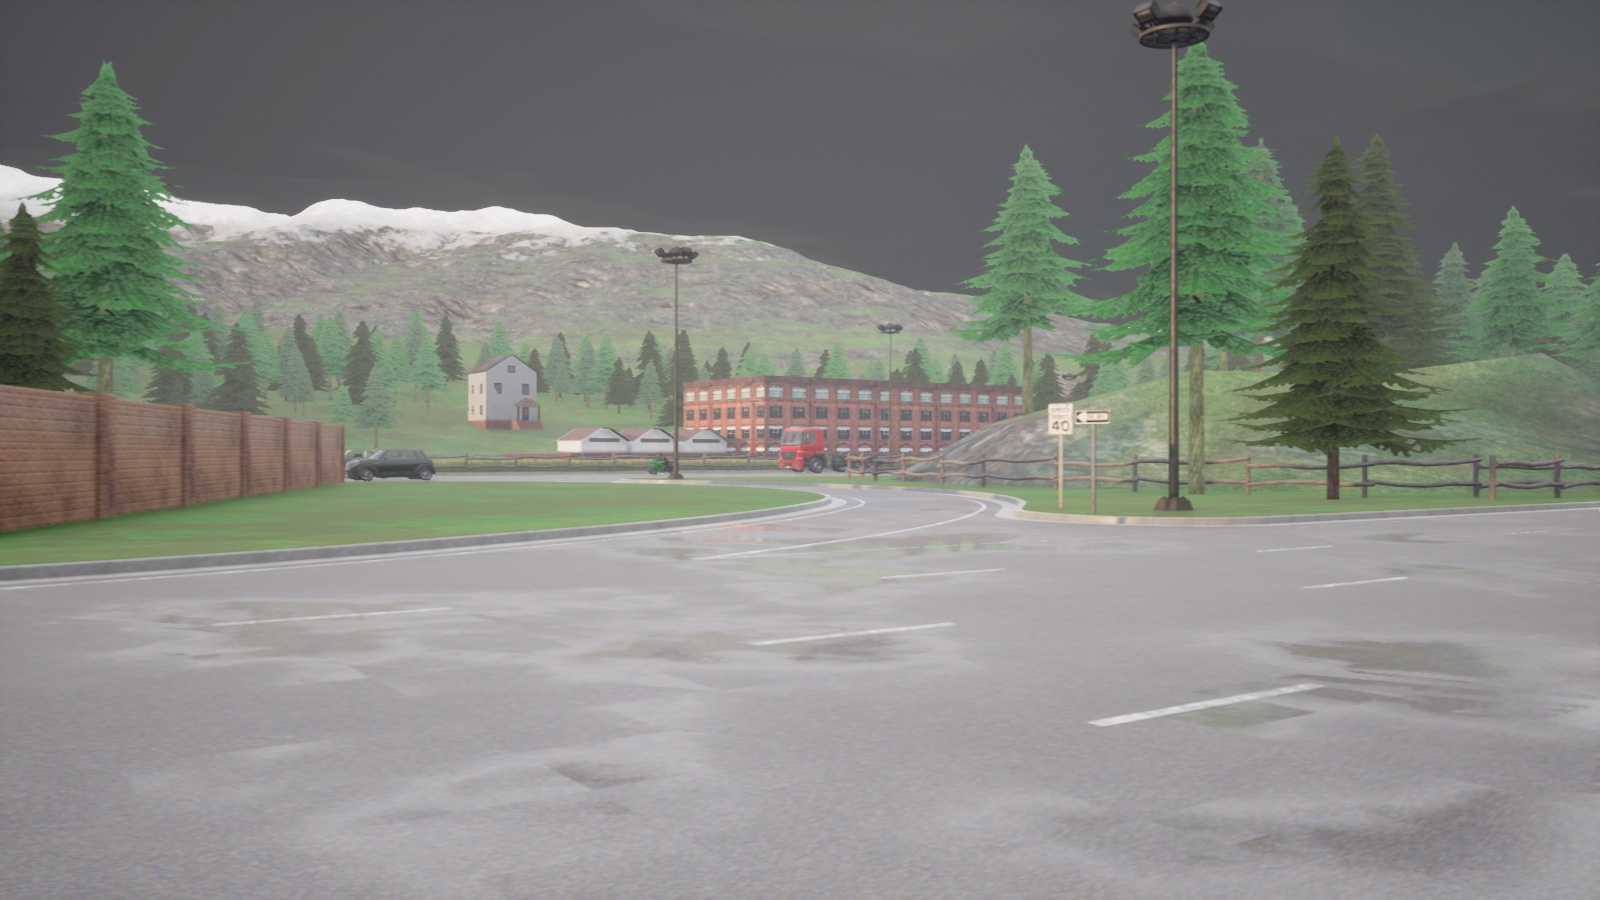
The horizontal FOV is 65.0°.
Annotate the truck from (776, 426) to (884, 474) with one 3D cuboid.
[{"bbox_3d":[2.278,-0.011,94.258,7.936,3.462,2.891,0,0,-35],"label":"truck"}]

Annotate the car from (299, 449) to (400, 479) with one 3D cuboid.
[{"bbox_3d":[-25.393,0.751,70.848,5.027,1.651,2.152,0,0,-35],"label":"car"}]

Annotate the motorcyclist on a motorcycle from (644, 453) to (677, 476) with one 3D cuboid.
[{"bbox_3d":[-9.114,0.948,82.115,2.044,1.523,0.797,0,0,-35],"label":"motorcyclist on a motorcycle"}]

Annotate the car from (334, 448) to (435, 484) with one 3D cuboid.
[{"bbox_3d":[-21.506,0.808,65.026,4.553,1.767,2.097,0,0,-35],"label":"car"}]
